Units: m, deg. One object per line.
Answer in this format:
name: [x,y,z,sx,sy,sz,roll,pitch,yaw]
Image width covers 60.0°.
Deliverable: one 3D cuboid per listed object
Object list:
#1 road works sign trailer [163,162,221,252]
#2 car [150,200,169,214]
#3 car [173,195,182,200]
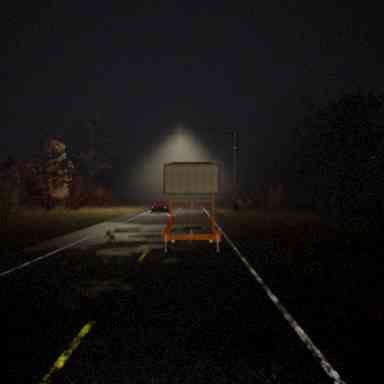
road works sign trailer: [-0.003,0.516,14.148,2.380,3.560,2.880,0,0,0]
car: [-3.601,1.666,38.372,1.812,1.442,4.674,0,0,0]
car: [-3.516,1.413,79.299,1.837,1.490,4.892,0,0,0]
